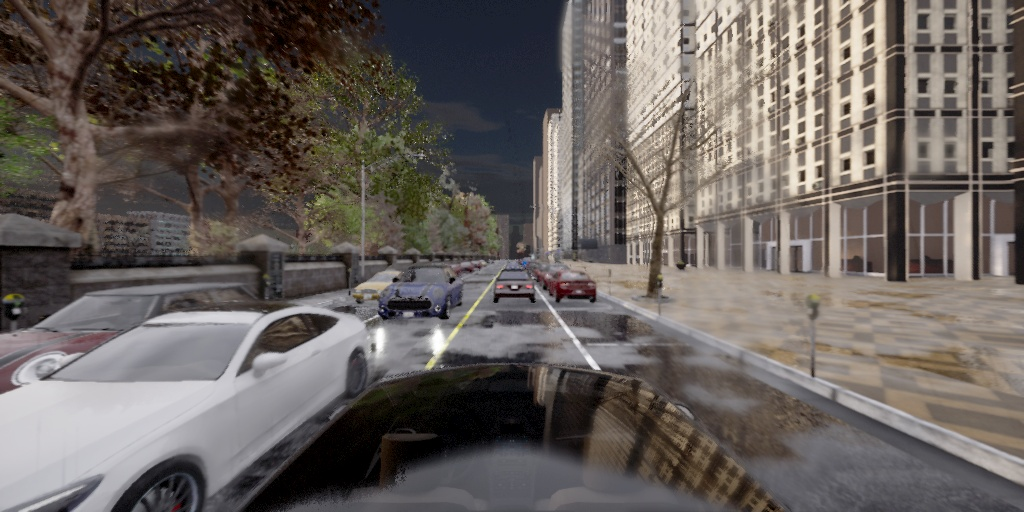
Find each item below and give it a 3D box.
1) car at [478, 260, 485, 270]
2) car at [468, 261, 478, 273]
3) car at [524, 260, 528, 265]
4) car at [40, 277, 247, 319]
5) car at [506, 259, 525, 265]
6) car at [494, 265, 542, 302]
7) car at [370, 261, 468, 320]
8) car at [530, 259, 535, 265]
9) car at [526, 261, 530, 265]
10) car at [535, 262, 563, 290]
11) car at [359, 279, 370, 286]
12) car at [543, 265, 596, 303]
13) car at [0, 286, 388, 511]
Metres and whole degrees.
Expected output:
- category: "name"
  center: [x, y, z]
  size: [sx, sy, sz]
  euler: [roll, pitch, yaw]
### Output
- category: "car"
  center: [-5.681, 1.373, 56.138]
  size: [1.888, 1.381, 4.507]
  euler: [0, 0, 0]
- category: "car"
  center: [-5.683, 1.351, 44.874]
  size: [1.888, 1.381, 4.507]
  euler: [0, 0, 0]
- category: "car"
  center: [2.696, 1.348, 39.240]
  size: [2.007, 1.370, 4.403]
  euler: [0, 0, 0]
- category: "car"
  center: [-5.691, 1.193, 5.449]
  size: [1.967, 1.591, 4.097]
  euler: [0, 0, 0]
- category: "car"
  center: [0.106, 1.351, 42.858]
  size: [2.033, 1.411, 5.357]
  euler: [0, 0, 0]
- category: "car"
  center: [0.103, 1.313, 17.082]
  size: [2.033, 1.411, 5.357]
  euler: [0, 0, 0]
- category: "car"
  center: [-2.998, 1.113, 12.665]
  size: [2.097, 1.767, 4.553]
  euler: [0, 0, 0]
- category: "car"
  center: [2.694, 1.221, 27.975]
  size: [1.967, 1.591, 4.097]
  euler: [0, 0, 0]
- category: "car"
  center: [2.695, 1.340, 33.608]
  size: [2.007, 1.370, 4.403]
  euler: [0, 0, 0]
- category: "car"
  center: [2.693, 1.213, 22.344]
  size: [1.967, 1.591, 4.097]
  euler: [0, 0, 0]
- category: "car"
  center: [-5.688, 1.291, 16.544]
  size: [1.751, 1.417, 4.829]
  euler: [0, 0, 0]
- category: "car"
  center: [2.692, 1.311, 16.712]
  size: [1.888, 1.381, 4.507]
  euler: [0, 0, 0]
- category: "car"
  center: [-3.081, 1.278, 3.788]
  size: [1.812, 1.442, 4.674]
  euler: [0, 0, 0]
